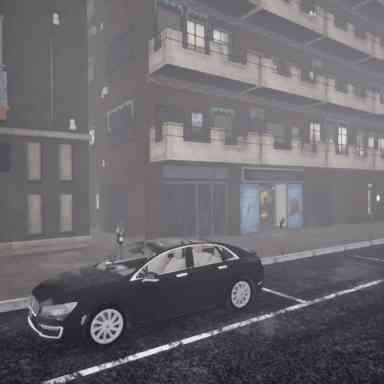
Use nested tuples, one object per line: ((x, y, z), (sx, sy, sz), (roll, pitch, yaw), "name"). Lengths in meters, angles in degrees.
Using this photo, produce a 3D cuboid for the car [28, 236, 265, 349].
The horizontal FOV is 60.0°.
((-0.576, 1.550, 6.130), (4.403, 1.369, 2.008), (0, -1, -35), "car")
